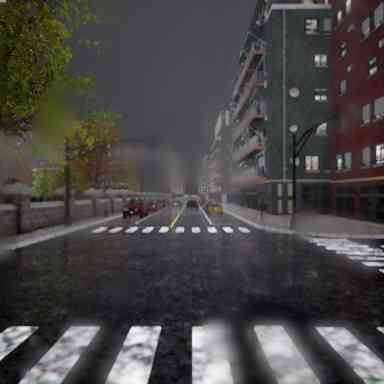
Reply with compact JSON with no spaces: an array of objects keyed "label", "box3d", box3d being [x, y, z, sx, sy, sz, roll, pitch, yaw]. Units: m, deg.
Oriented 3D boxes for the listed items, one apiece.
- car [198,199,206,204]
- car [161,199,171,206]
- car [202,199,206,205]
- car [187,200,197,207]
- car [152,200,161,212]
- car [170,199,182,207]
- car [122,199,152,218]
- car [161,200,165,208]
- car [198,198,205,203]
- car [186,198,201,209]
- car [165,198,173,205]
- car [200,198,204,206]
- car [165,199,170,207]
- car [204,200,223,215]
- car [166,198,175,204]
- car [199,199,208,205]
[{"label":"car","box3d":[2.714,2.462,89.099,1.947,1.339,4.313,0,-1,0]},{"label":"car","box3d":[-5.671,2.303,72.496,1.802,1.307,4.206,0,-1,0]},{"label":"car","box3d":[2.701,1.982,44.819,1.887,1.381,4.507,0,-1,0]},{"label":"car","box3d":[0.021,2.282,68.687,1.895,1.301,4.718,0,-1,0]},{"label":"car","box3d":[-5.680,1.877,44.822,1.967,1.590,4.097,0,-1,0]},{"label":"car","box3d":[-2.984,2.118,63.237,2.128,1.511,4.902,0,-1,0]},{"label":"car","box3d":[-5.684,1.641,33.754,2.192,1.841,5.009,0,-1,0]},{"label":"car","box3d":[-5.678,2.038,50.357,1.887,1.381,4.507,0,-1,0]},{"label":"car","box3d":[2.715,2.395,94.634,1.967,1.590,4.097,0,-1,0]},{"label":"car","box3d":[0.023,2.011,54.268,1.882,1.535,5.008,0,0,0]},{"label":"car","box3d":[-5.668,2.360,83.396,1.752,1.417,4.829,0,-1,0]},{"label":"car","box3d":[2.702,2.044,50.355,2.008,1.369,4.403,0,-1,0]},{"label":"car","box3d":[-5.674,2.188,61.425,1.802,1.307,4.206,0,-1,0]},{"label":"car","box3d":[2.699,1.908,39.455,1.752,1.417,4.829,0,-1,0]},{"label":"car","box3d":[-5.666,2.447,89.101,2.008,1.369,4.403,0,-1,0]},{"label":"car","box3d":[2.711,2.323,78.029,1.887,1.381,4.507,0,-1,0]}]
